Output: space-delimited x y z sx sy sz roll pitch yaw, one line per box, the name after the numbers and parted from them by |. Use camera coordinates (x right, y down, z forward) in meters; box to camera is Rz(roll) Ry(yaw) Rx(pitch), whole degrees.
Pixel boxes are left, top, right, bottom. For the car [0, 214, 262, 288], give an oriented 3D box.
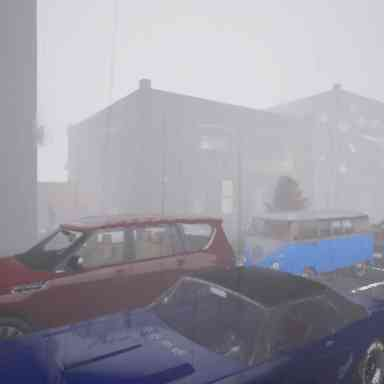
-1.444 1.335 5.513 5.009 1.841 2.192 0 -1 -35 | car

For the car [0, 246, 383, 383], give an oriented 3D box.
0.387 1.620 3.629 4.718 1.301 1.895 0 0 -35 | car

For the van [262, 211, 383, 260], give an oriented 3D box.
3.090 1.399 8.709 3.998 1.788 1.690 0 -1 -35 | van
